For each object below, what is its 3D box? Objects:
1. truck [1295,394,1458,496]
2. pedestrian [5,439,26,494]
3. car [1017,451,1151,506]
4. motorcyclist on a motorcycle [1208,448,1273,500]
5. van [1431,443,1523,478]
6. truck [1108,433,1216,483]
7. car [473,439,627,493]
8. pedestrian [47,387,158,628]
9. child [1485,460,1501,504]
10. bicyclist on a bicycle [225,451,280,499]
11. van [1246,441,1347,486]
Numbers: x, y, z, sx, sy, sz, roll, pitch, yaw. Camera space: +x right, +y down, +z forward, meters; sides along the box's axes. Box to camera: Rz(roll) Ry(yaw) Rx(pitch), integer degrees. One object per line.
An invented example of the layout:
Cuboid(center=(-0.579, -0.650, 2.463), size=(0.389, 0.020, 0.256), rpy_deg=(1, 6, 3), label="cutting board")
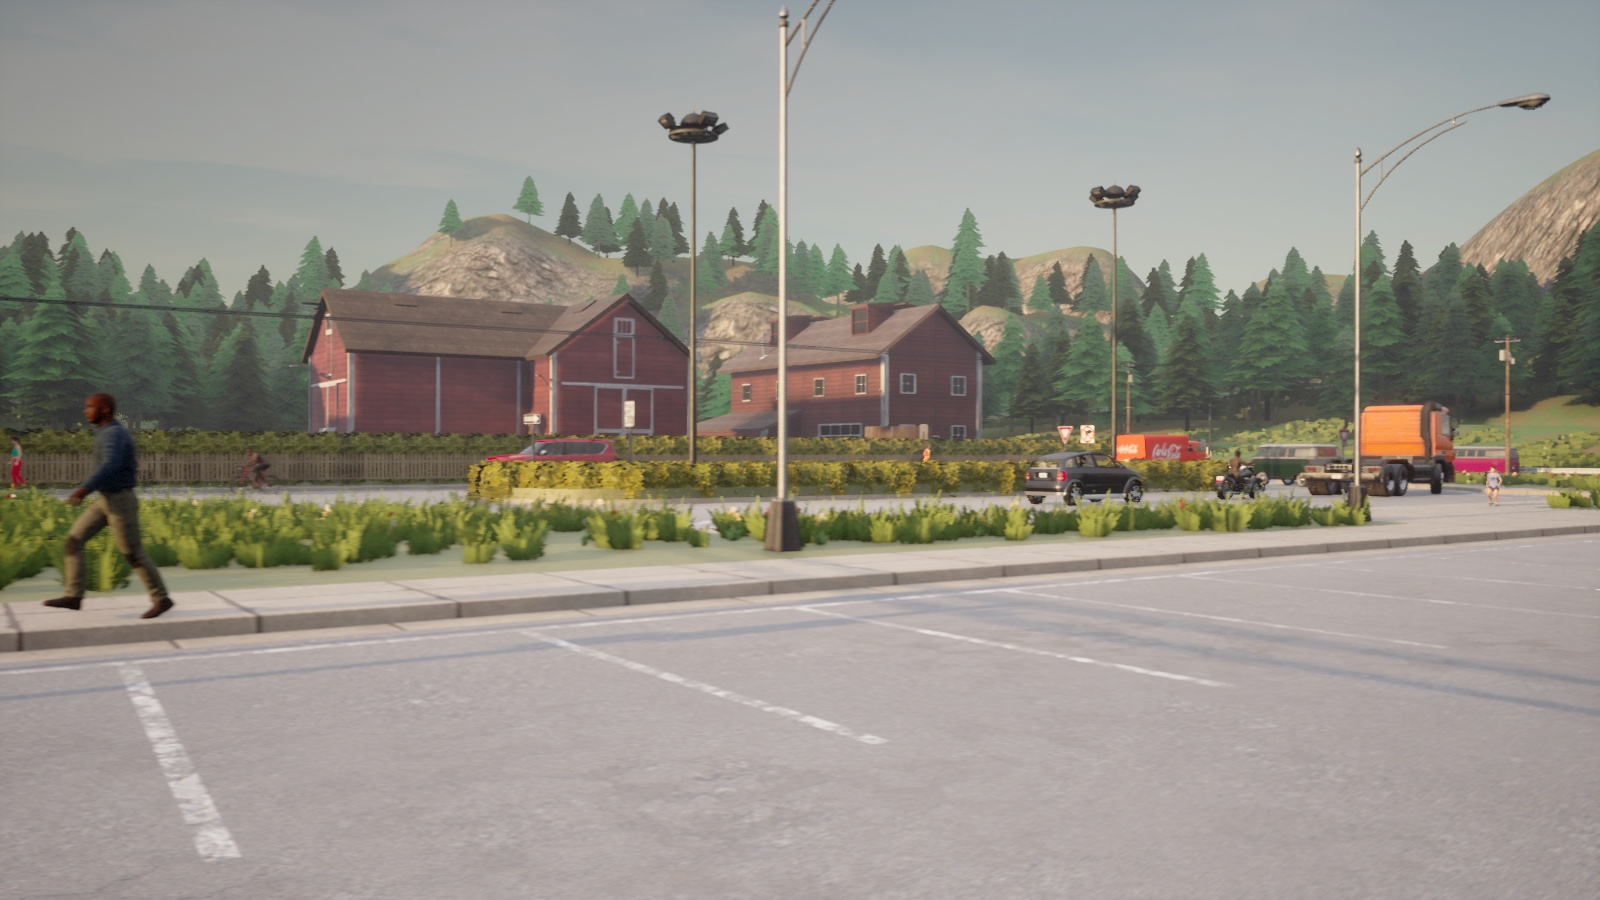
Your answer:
Cuboid(center=(21.479, -0.168, 46.563), size=(7.936, 3.462, 2.891), rpy_deg=(0, 0, -45), label="truck")
Cuboid(center=(-26.417, 0.560, 42.298), size=(0.594, 1.836, 0.345), rpy_deg=(0, 0, -31), label="pedestrian")
Cuboid(center=(8.352, 0.796, 36.811), size=(3.705, 1.549, 1.789), rpy_deg=(0, 0, -34), label="car")
Cuboid(center=(14.373, 0.765, 40.935), size=(2.350, 1.649, 0.766), rpy_deg=(0, 0, -34), label="motorcyclist on a motorcycle")
Cuboid(center=(39.627, 0.595, 73.627), size=(1.775, 1.987, 4.442), rpy_deg=(0, 0, -34), label="van")
Cuboid(center=(18.675, 0.378, 64.721), size=(5.204, 2.467, 2.627), rpy_deg=(0, 0, -34), label="truck")
Cuboid(center=(-9.838, 0.606, 49.626), size=(5.566, 2.045, 2.150), rpy_deg=(0, 0, -34), label="car")
Cuboid(center=(-5.497, 0.436, 9.904), size=(0.726, 1.835, 0.370), rpy_deg=(0, 0, -36), label="pedestrian")
Cuboid(center=(17.856, 0.822, 32.349), size=(0.394, 1.110, 0.255), rpy_deg=(0, 0, -43), label="child")
Cuboid(center=(-18.934, 0.844, 43.461), size=(1.656, 1.620, 0.582), rpy_deg=(0, 0, -34), label="bicyclist on a bicycle")
Cuboid(center=(22.746, 0.591, 57.740), size=(1.775, 1.987, 4.442), rpy_deg=(0, 0, -21), label="van")
